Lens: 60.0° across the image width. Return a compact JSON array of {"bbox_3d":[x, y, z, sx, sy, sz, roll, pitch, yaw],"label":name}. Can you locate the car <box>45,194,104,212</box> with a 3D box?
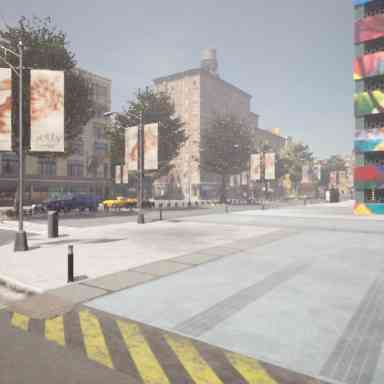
[{"bbox_3d":[-13.255,1.228,37.976,2.150,2.045,5.566,0,0,35],"label":"car"}]

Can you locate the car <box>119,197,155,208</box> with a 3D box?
[{"bbox_3d":[-7.326,1.608,46.316,1.895,1.301,4.718,0,0,36],"label":"car"}]

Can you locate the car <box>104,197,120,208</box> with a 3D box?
[{"bbox_3d":[-10.562,1.485,47.805,1.882,1.535,5.008,0,0,36],"label":"car"}]

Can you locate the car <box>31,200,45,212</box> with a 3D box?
[{"bbox_3d":[-16.479,1.499,39.464,2.128,1.511,4.902,0,0,35],"label":"car"}]
